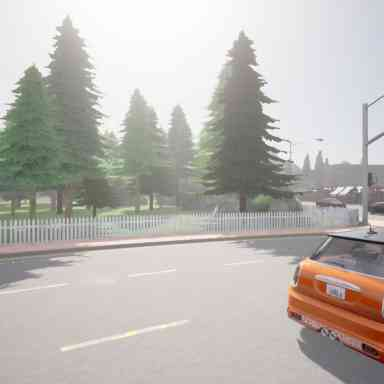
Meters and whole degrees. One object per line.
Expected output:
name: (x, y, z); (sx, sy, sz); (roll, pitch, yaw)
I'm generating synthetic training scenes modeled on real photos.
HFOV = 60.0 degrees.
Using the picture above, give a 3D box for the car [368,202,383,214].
car: (19.259, 1.656, 32.585); (1.895, 1.301, 4.718); (0, 0, -8)

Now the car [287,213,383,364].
car: (3.836, 1.352, 5.398); (4.553, 1.767, 2.097); (0, 0, -26)

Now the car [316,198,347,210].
car: (17.860, 1.533, 42.874); (1.882, 1.535, 5.008); (0, 0, -8)
